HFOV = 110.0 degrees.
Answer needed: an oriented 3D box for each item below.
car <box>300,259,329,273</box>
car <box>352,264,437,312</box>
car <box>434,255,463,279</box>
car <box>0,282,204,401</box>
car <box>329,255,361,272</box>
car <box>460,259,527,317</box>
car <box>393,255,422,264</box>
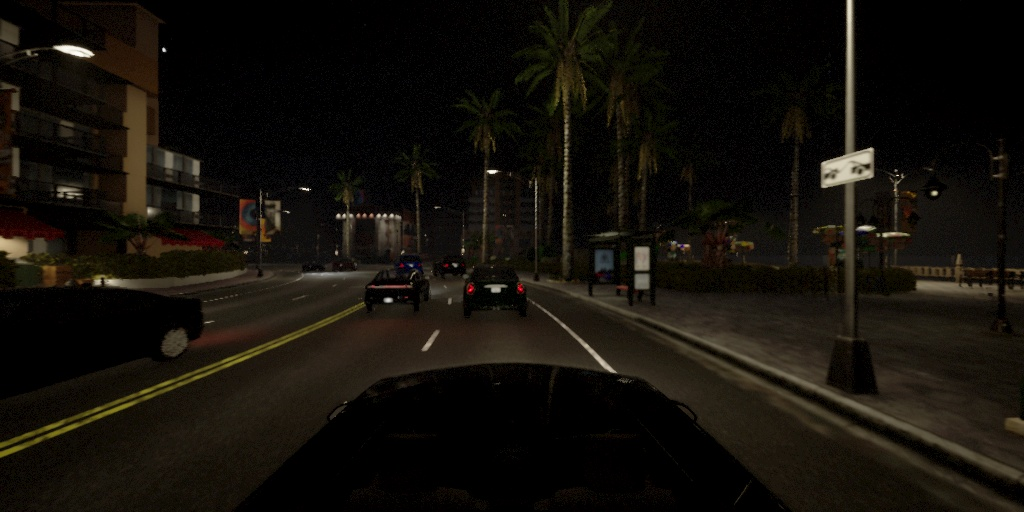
[{"bbox_3d":[-23.908,1.301,43.260,1.895,1.301,4.718,0,0,-38],"label":"car"},{"bbox_3d":[-4.349,1.226,14.114,2.128,1.511,4.902,0,0,-7],"label":"car"},{"bbox_3d":[-5.769,0.934,32.678,2.150,2.045,5.566,0,0,-22],"label":"car"},{"bbox_3d":[-7.294,1.223,5.362,1.882,1.535,5.008,0,0,-3],"label":"car"},{"bbox_3d":[-20.957,1.049,44.937,2.097,1.767,4.553,0,0,-38],"label":"car"},{"bbox_3d":[-0.760,1.088,13.364,2.097,1.767,4.553,0,0,-7],"label":"car"},{"bbox_3d":[-9.495,0.934,32.558,2.150,2.045,5.566,0,0,-22],"label":"car"}]
